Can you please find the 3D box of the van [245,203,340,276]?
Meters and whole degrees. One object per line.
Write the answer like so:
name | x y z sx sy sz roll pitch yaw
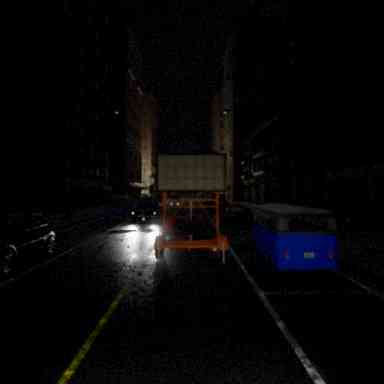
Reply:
van | 2.827 1.277 9.889 1.690 1.788 3.998 0 0 0

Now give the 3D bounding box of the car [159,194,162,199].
car | -5.813 1.280 48.374 1.802 1.307 4.206 0 0 0

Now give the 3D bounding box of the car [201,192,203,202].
car | 2.712 1.136 48.398 1.967 1.590 4.097 0 0 0

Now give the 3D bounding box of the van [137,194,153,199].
van | -5.781 1.106 37.369 1.690 1.788 3.998 0 0 0

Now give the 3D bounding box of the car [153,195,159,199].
car | -5.797 1.297 42.872 1.947 1.339 4.313 0 0 0

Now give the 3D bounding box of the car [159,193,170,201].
car | -5.879 1.009 70.378 1.967 1.590 4.097 0 0 0

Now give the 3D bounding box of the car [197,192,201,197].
car | 2.646 1.133 70.404 1.947 1.339 4.313 0 0 0

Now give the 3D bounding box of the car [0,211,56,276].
car | -5.699 1.378 9.864 1.967 1.590 4.097 0 0 0

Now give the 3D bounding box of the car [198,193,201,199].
car | 2.679 1.182 59.401 2.008 1.369 4.403 0 0 0

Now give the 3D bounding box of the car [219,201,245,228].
car | 2.794 1.448 20.893 1.802 1.307 4.206 0 0 0

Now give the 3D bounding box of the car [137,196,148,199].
car | -5.764 1.350 31.869 2.008 1.369 4.403 0 0 0

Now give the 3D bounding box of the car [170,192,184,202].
car | -3.208 1.145 65.156 2.033 1.411 5.357 0 0 0

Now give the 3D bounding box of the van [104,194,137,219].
van | -5.748 1.174 26.368 1.690 1.788 3.998 0 0 0

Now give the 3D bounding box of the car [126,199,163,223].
car | -3.170 1.448 23.997 1.895 1.301 4.718 0 0 0

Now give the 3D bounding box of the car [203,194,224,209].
car | 2.744 1.078 37.394 2.192 1.841 5.009 0 0 0

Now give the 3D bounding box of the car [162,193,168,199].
car | -5.846 1.199 59.376 1.947 1.339 4.313 0 0 0

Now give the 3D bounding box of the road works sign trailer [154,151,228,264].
road works sign trailer | -0.034 0.390 11.553 2.380 3.560 2.880 0 0 0

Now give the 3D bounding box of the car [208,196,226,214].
car | 2.762 1.379 31.895 1.802 1.307 4.206 0 0 0
